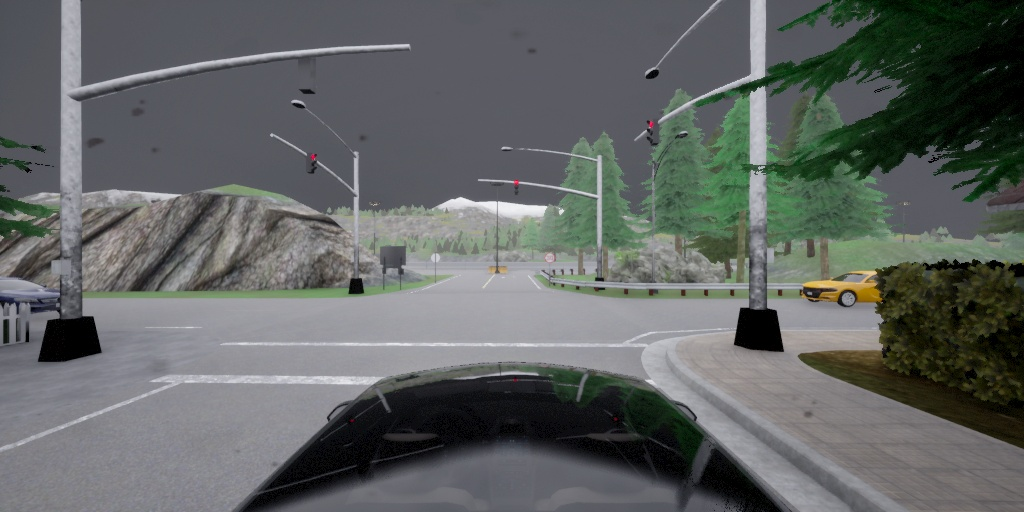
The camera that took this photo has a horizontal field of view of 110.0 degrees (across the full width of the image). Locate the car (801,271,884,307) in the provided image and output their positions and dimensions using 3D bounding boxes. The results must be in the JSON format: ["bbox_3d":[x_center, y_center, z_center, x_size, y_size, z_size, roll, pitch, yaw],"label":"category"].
[{"bbox_3d":[15.954,1.419,16.193,5.008,1.535,1.882,0,0,0],"label":"car"}]

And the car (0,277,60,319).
[{"bbox_3d":[-18.279,1.467,12.677,4.674,1.442,1.812,0,0,0],"label":"car"}]
